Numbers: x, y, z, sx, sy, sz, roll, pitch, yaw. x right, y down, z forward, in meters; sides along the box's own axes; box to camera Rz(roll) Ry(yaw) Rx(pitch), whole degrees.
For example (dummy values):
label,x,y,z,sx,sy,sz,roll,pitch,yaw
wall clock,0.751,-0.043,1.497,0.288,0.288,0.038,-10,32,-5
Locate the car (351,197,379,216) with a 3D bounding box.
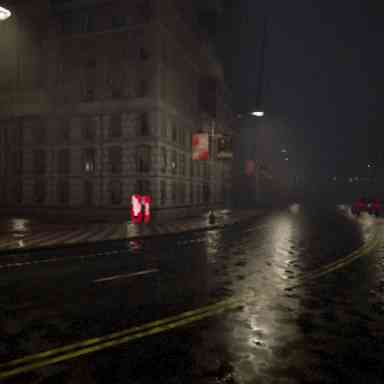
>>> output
label,x,y,z,sx,sy,sz,roll,pitch,yaw
car,19.335,1.579,37.243,2.150,2.045,5.566,0,-1,19
